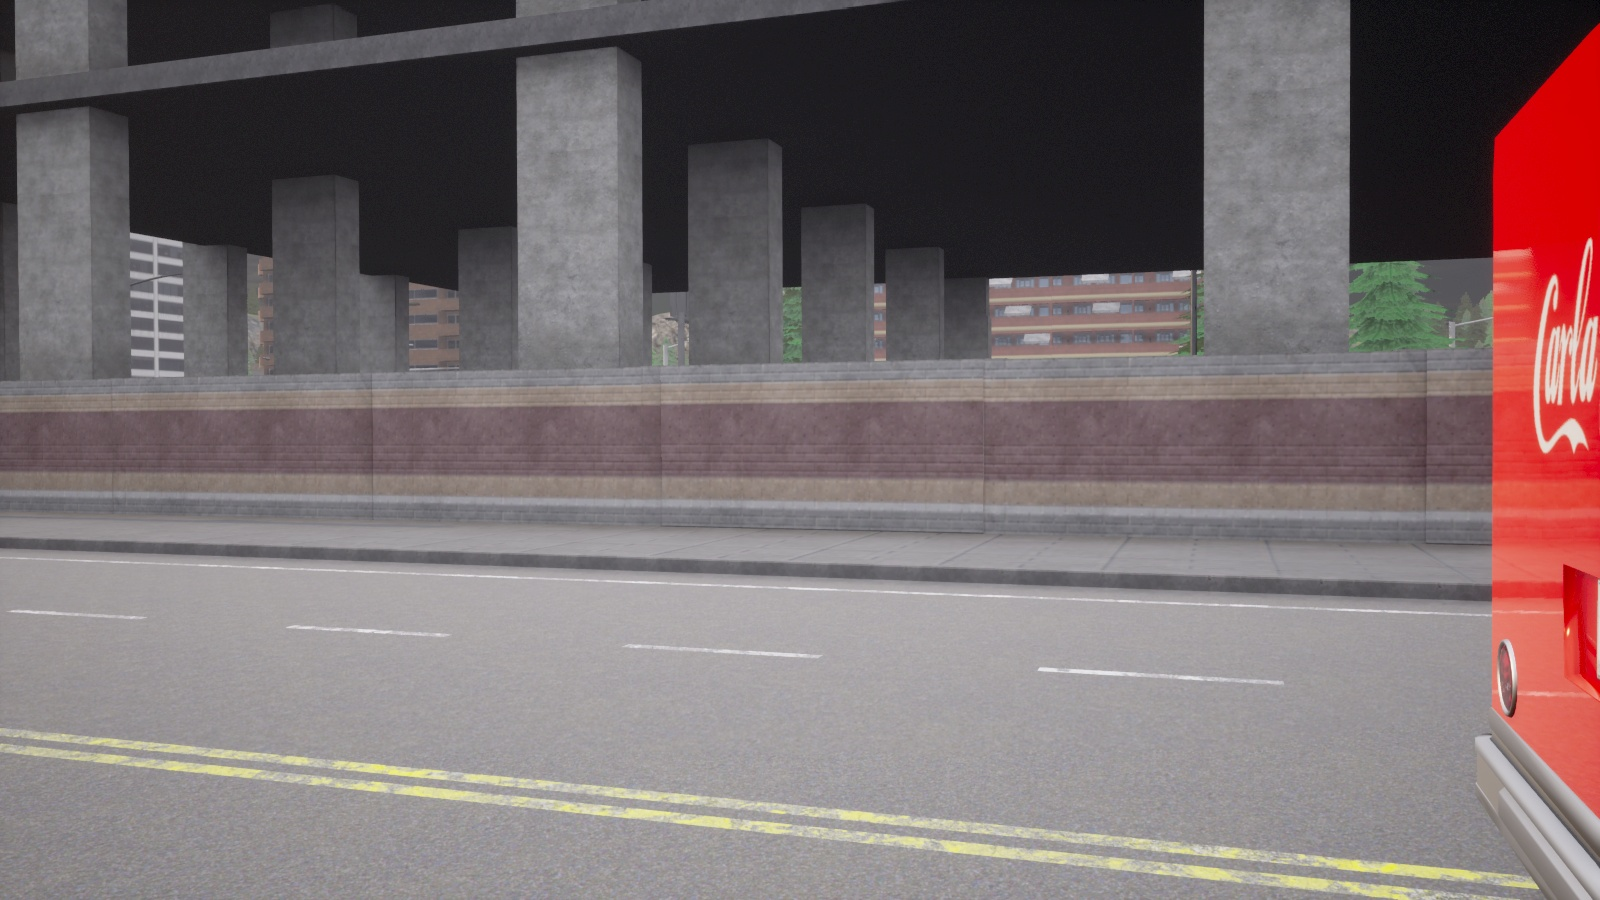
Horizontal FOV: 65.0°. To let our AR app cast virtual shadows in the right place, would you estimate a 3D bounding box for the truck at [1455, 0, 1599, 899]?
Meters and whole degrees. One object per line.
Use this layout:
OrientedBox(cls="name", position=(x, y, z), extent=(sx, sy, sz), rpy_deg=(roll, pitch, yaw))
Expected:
OrientedBox(cls="truck", position=(4.085, 0.326, 1.809), extent=(5.204, 2.467, 2.627), rpy_deg=(1, 1, 19))
